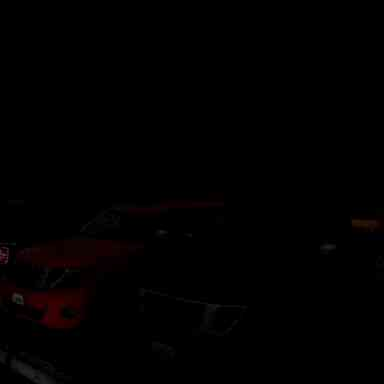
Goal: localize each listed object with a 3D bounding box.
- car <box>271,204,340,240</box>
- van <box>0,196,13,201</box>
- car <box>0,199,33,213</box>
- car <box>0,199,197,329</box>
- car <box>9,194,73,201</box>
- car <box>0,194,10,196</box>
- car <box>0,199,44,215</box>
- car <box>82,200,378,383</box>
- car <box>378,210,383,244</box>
[{"bbox_3d":[6.330,1.490,18.089,2.231,1.521,4.892,0,0,35],"label":"car"},{"bbox_3d":[-10.157,1.281,13.615,1.878,1.987,4.442,0,0,35],"label":"van"},{"bbox_3d":[-20.937,1.553,37.470,2.097,1.535,5.008,0,0,35],"label":"car"},{"bbox_3d":[-0.969,1.236,7.187,2.435,2.045,5.566,0,0,35],"label":"car"},{"bbox_3d":[-14.245,1.281,32.681,2.435,2.045,5.566,0,0,35],"label":"car"},{"bbox_3d":[-16.414,1.286,34.223,2.435,2.045,5.566,0,0,35],"label":"car"},{"bbox_3d":[-18.768,1.584,35.930,2.002,1.452,4.674,0,0,35],"label":"car"},{"bbox_3d":[1.315,1.231,5.563,2.435,2.045,5.566,0,0,35],"label":"car"},{"bbox_3d":[8.482,1.481,16.324,1.946,1.575,5.366,0,0,35],"label":"car"}]
